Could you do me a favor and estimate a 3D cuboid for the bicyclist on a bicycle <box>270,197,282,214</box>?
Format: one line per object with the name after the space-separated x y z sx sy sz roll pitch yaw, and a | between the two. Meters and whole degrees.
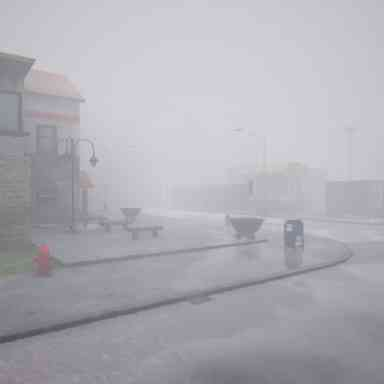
8.116 1.349 32.064 1.656 1.620 0.582 0 0 -35 | bicyclist on a bicycle
